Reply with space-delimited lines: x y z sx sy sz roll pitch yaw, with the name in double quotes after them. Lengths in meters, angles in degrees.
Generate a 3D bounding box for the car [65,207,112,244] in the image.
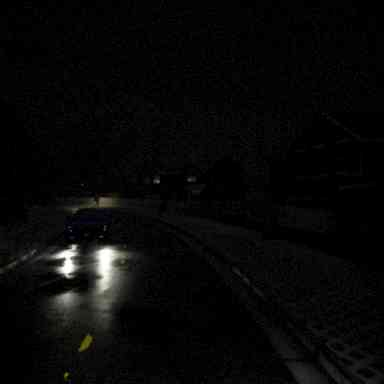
-5.051 1.543 16.531 1.882 1.535 5.008 0 0 -13 "car"
